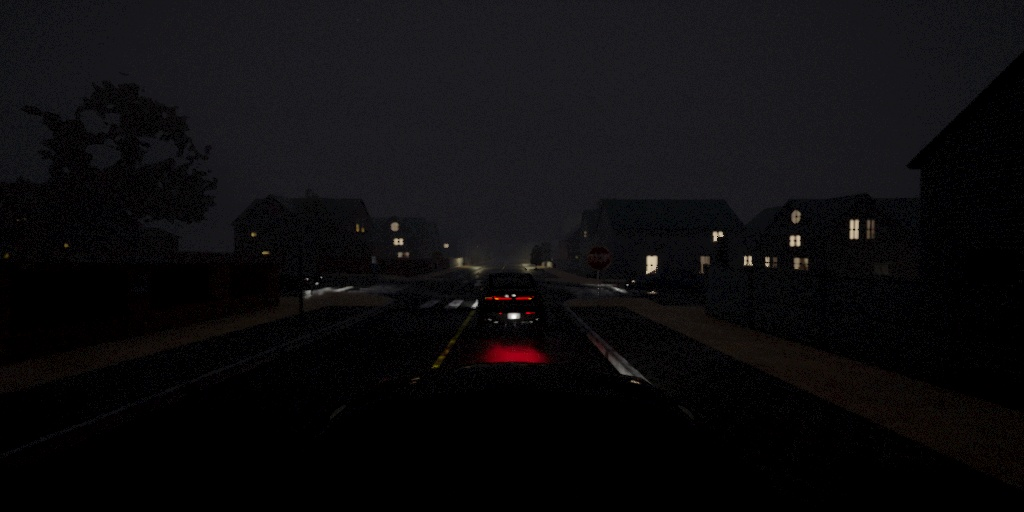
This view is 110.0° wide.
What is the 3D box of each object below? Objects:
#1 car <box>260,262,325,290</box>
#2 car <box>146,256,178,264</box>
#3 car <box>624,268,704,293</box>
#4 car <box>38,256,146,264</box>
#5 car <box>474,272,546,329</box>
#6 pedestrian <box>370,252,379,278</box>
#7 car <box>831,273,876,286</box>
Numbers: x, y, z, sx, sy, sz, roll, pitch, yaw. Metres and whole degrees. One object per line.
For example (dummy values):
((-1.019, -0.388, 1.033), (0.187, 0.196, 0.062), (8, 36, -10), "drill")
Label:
((-13.246, 1.057, 19.525), (5.357, 1.411, 2.033), (1, 1, 1), "car")
((-23.807, 0.726, 22.643), (4.892, 1.490, 1.837), (1, 1, 1), "car")
((9.829, 1.467, 22.161), (5.357, 1.411, 2.033), (1, 1, 2), "car")
((-23.584, 0.803, 19.690), (4.892, 1.490, 1.837), (1, 1, 1), "car")
((-0.116, 1.239, 11.278), (1.837, 1.490, 4.892), (0, 0, -4), "car")
((-9.682, 0.581, 25.319), (0.375, 1.860, 0.375), (0, 0, 1), "pedestrian")
((20.949, 1.727, 21.936), (4.181, 1.385, 1.994), (1, 1, 1), "car")
